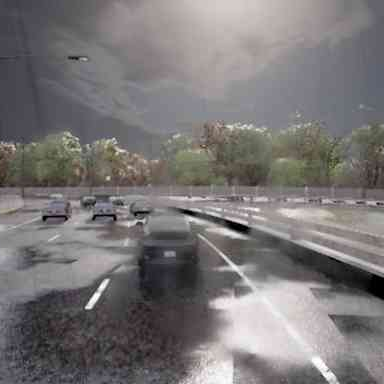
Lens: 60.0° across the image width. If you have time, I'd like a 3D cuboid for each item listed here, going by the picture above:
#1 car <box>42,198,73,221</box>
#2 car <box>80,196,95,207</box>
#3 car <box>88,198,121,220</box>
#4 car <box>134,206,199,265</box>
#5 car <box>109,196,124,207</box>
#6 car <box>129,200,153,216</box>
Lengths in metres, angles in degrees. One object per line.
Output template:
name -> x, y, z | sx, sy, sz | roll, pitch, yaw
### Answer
car -> -10.521, 1.460, 26.130 | 2.033, 1.411, 5.357 | 0, 0, -16
car -> -14.552, 1.334, 46.767 | 1.837, 1.490, 4.892 | 0, 0, -26
car -> -7.130, 1.444, 27.011 | 2.033, 1.411, 5.357 | 0, 0, -15
car -> -0.879, 1.453, 11.589 | 1.837, 1.490, 4.892 | 0, 0, -6
car -> -11.174, 1.339, 47.840 | 1.812, 1.442, 4.674 | 0, 0, -25
car -> -4.683, 1.435, 30.835 | 1.994, 1.385, 4.181 | 0, 0, -16
